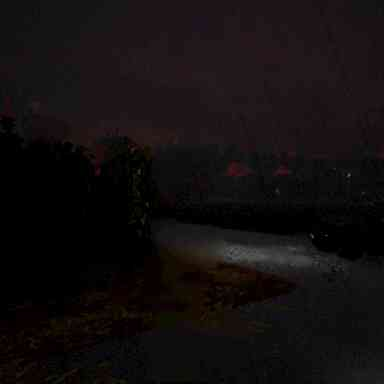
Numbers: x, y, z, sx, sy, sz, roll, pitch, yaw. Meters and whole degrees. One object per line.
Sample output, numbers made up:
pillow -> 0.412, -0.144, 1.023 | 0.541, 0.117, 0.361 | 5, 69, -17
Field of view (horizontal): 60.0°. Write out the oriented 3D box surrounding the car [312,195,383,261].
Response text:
car -> 7.133, 1.331, 11.489 | 5.566, 2.045, 2.150 | 1, 4, 13
